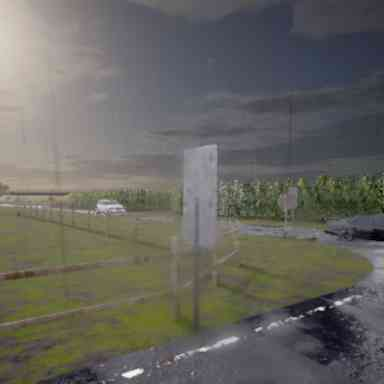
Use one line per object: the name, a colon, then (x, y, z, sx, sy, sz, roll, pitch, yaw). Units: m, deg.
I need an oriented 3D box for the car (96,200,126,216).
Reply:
car: (-10.546, 2.041, 42.937, 2.150, 2.045, 5.566, 1, -1, -35)

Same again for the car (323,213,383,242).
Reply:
car: (8.847, 1.698, 15.347, 2.033, 1.411, 5.357, 1, -2, -35)
